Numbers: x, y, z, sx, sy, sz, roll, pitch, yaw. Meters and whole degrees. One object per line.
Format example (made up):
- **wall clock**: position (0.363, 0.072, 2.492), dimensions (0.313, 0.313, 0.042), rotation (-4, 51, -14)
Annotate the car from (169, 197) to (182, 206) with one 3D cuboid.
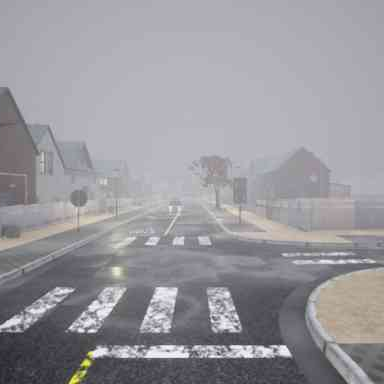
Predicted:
- **car**: position (-2.843, 1.596, 57.553), dimensions (1.837, 1.490, 4.892), rotation (0, 0, 0)
